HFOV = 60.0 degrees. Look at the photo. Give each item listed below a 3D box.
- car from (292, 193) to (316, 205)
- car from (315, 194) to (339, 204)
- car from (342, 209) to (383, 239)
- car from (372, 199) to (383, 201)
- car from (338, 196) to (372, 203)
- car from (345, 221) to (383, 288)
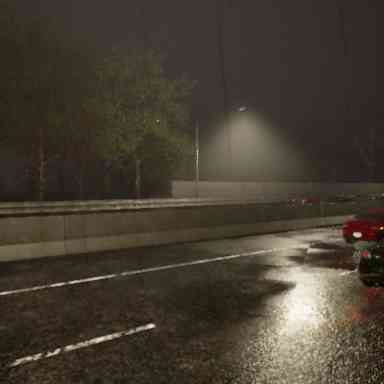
[{"bbox_3d":[15.643,1.085,45.093,4.553,1.767,2.097,-1,0,-36],"label":"car"},{"bbox_3d":[18.518,1.233,42.932,4.892,1.490,1.837,0,0,-35],"label":"car"},{"bbox_3d":[8.070,1.422,13.792,4.674,1.442,1.812,0,0,-35],"label":"car"},{"bbox_3d":[22.861,1.218,37.432,4.902,1.511,2.128,0,0,-35],"label":"car"},{"bbox_3d":[20.345,1.278,39.941,5.357,1.411,2.033,0,0,-35],"label":"car"},{"bbox_3d":[5.780,1.499,7.880,4.181,1.385,1.994,-1,0,-35],"label":"car"}]
